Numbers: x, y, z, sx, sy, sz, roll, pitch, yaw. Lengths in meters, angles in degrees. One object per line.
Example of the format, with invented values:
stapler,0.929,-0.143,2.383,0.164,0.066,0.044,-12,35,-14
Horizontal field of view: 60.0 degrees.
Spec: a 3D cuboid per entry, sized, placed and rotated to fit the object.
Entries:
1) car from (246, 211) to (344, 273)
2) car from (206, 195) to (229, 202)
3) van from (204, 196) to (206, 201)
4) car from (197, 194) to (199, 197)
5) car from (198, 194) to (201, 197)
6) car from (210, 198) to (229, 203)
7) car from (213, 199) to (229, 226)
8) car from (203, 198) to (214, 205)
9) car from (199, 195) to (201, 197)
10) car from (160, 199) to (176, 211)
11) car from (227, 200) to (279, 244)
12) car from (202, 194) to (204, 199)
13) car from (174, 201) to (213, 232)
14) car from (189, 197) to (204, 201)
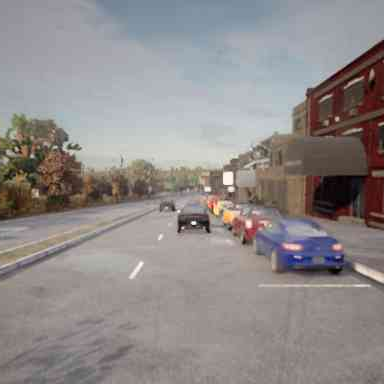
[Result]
car,3.224,1.576,10.754,2.002,1.452,4.674,0,0,0
car,3.221,1.427,38.412,2.435,2.045,5.566,0,0,0
van,3.220,1.511,49.675,1.878,1.987,4.442,0,0,0
car,3.217,1.809,88.078,2.185,1.767,4.553,0,0,0
car,3.215,1.904,82.768,1.946,1.575,5.366,0,0,0
car,3.222,1.650,32.977,2.097,1.535,5.008,0,0,0
car,3.222,1.623,27.452,2.231,1.521,4.892,0,0,0
car,3.219,1.861,66.005,2.002,1.452,4.674,0,0,0
car,3.217,1.850,71.526,2.231,1.521,4.892,0,0,0
car,-3.156,1.725,43.591,1.837,1.490,4.892,0,-2,0
car,3.222,1.440,16.376,2.185,1.767,4.553,0,0,0
car,3.219,1.639,55.053,2.185,1.767,4.553,0,0,0
car,0.097,1.586,20.967,1.882,1.535,5.008,0,0,0
car,0.095,1.770,43.090,2.033,1.411,5.357,0,0,0
